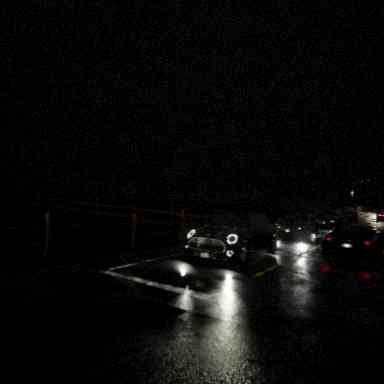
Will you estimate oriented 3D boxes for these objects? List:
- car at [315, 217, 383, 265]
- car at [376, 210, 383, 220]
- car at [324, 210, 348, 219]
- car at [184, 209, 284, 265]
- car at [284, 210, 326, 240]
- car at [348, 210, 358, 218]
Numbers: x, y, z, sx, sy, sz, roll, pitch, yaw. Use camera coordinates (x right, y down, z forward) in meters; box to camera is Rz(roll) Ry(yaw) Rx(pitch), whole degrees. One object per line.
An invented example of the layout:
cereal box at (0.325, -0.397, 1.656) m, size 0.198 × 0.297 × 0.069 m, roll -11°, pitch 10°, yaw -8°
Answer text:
car at (6.789, 2.013, 13.939) m, size 1.994 × 1.385 × 4.181 m, roll 2°, pitch -1°, yaw 33°
car at (22.752, 2.922, 39.059) m, size 2.128 × 1.511 × 4.902 m, roll 2°, pitch -1°, yaw 33°
car at (11.963, 2.329, 28.952) m, size 1.837 × 1.490 × 4.892 m, roll 2°, pitch -1°, yaw 32°
car at (1.643, 1.541, 12.722) m, size 2.097 × 1.767 × 4.553 m, roll 2°, pitch -1°, yaw 33°
car at (6.604, 2.000, 20.528) m, size 1.837 × 1.490 × 4.892 m, roll 2°, pitch -1°, yaw 32°
car at (17.654, 2.721, 37.836) m, size 2.033 × 1.411 × 5.357 m, roll 2°, pitch -1°, yaw 33°
